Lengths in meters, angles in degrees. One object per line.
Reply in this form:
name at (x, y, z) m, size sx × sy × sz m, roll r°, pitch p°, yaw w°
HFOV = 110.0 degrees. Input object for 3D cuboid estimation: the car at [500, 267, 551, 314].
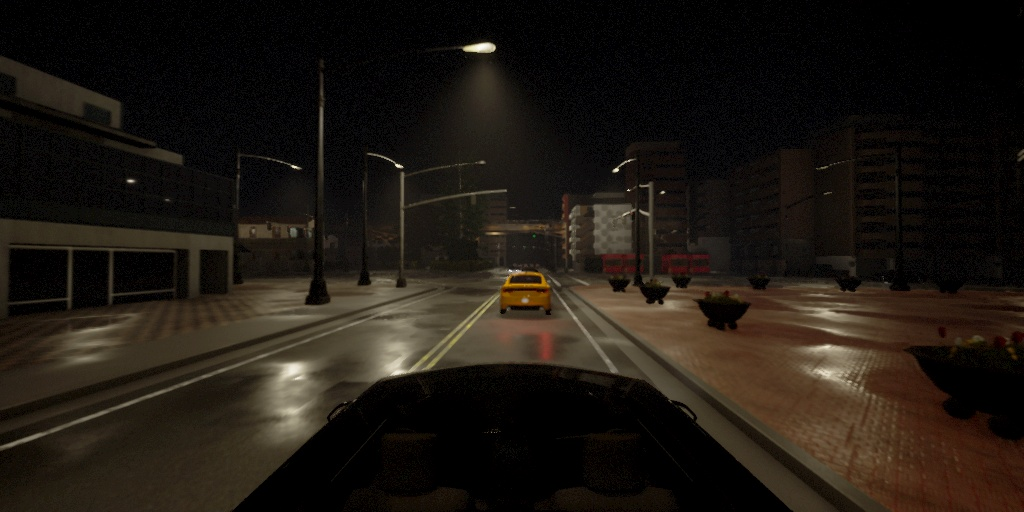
car at (0.603, 1.405, 14.814) m, size 1.882 × 1.535 × 5.008 m, roll 0°, pitch -1°, yaw 4°

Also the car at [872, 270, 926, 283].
car at (45.120, 2.375, 41.876) m, size 4.892 × 1.490 × 1.837 m, roll 1°, pitch -1°, yaw 3°
